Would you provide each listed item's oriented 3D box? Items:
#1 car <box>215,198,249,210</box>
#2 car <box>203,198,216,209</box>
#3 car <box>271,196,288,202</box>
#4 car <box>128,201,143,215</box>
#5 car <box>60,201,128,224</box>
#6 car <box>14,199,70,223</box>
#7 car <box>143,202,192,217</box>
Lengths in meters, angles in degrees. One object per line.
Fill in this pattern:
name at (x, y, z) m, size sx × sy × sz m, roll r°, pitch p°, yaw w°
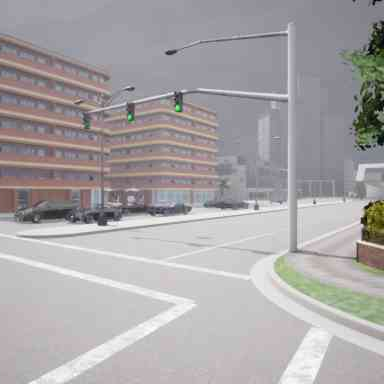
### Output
car at (5.343, 1.601, 42.201) m, size 1.895 × 1.301 × 4.718 m, roll 0°, pitch 0°, yaw 36°
car at (3.646, 1.547, 45.810) m, size 2.033 × 1.411 × 5.357 m, roll 0°, pitch 0°, yaw 36°
car at (14.424, 1.242, 54.505) m, size 1.812 × 1.442 × 4.674 m, roll 0°, pitch 0°, yaw 36°
car at (-5.838, 1.601, 32.813) m, size 1.895 × 1.301 × 4.718 m, roll 0°, pitch 0°, yaw 36°
car at (-7.249, 1.564, 24.926) m, size 1.994 × 1.385 × 4.181 m, roll 0°, pitch 0°, yaw 36°
car at (-11.107, 1.352, 25.582) m, size 2.097 × 1.767 × 4.553 m, roll 0°, pitch 0°, yaw 36°
car at (-2.091, 1.601, 32.005) m, size 1.895 × 1.301 × 4.718 m, roll 0°, pitch 0°, yaw 36°
